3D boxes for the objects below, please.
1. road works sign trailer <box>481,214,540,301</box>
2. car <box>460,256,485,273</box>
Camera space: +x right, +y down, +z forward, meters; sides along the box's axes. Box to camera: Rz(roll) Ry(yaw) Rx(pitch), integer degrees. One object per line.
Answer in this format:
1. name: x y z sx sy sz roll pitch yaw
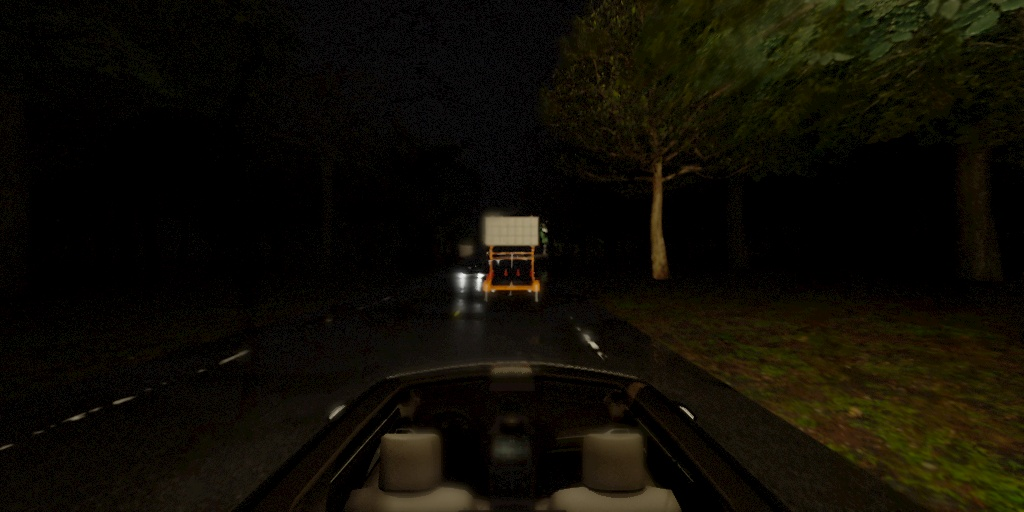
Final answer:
1. road works sign trailer: -0.005 -0.004 15.628 2.380 3.560 2.880 0 0 0
2. car: -3.589 0.750 33.317 1.837 1.490 4.892 0 1 0
